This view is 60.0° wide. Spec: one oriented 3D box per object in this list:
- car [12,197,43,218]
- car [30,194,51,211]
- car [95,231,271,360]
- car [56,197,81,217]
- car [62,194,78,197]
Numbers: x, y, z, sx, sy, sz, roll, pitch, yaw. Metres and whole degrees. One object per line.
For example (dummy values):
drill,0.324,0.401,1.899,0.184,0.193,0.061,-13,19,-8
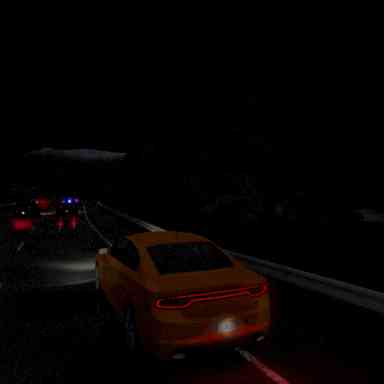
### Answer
car,-14.962,1.505,30.189,1.837,1.490,4.892,0,0,-19
car,-18.337,1.221,40.102,2.150,2.045,5.566,0,0,-19
car,-0.602,1.478,6.287,1.882,1.535,5.008,0,0,-24
car,-11.781,1.492,31.566,2.128,1.511,4.902,0,0,-19
car,-15.167,1.221,41.482,2.150,2.045,5.566,0,0,-18
